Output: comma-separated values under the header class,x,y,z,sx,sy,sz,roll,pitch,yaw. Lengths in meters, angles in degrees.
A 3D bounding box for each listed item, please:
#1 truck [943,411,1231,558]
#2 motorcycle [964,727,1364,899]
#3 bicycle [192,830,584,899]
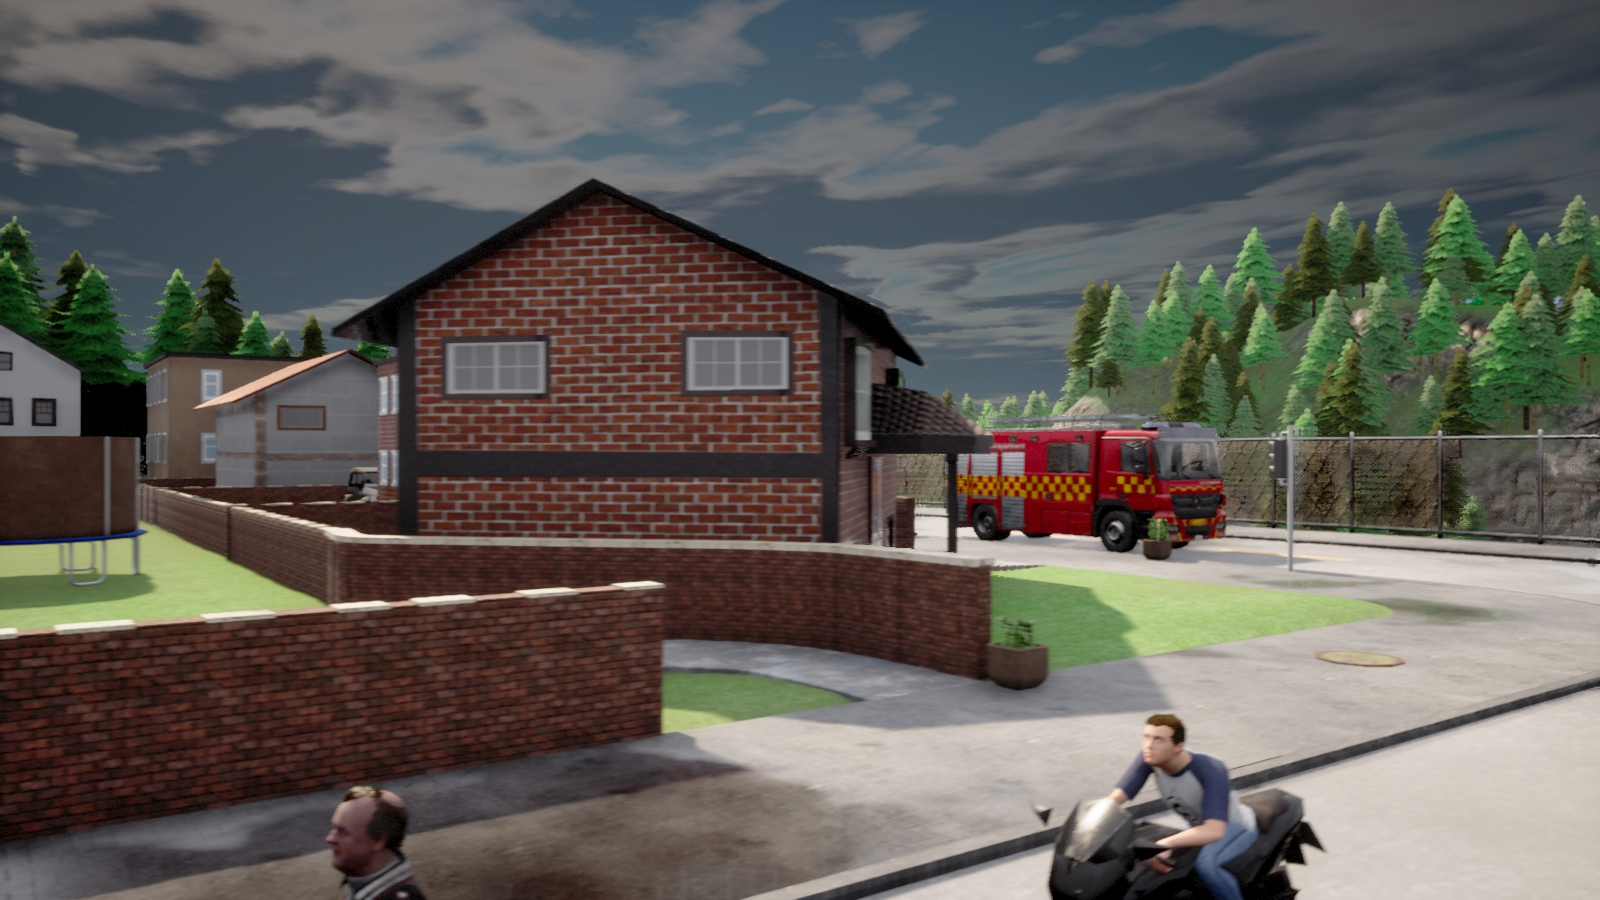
class,x,y,z,sx,sy,sz,roll,pitch,yaw
truck,8.185,0.891,33.899,2.891,3.827,8.468,0,0,-35
motorcycle,1.835,2.186,5.626,2.033,1.199,0.803,0,0,-35
bicycle,-1.550,2.060,3.327,1.835,1.471,0.329,0,0,-35
